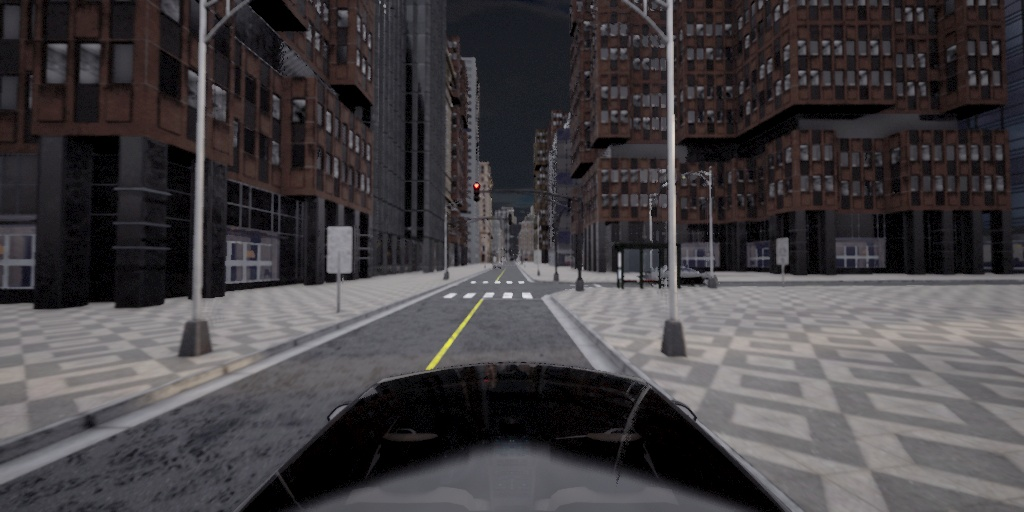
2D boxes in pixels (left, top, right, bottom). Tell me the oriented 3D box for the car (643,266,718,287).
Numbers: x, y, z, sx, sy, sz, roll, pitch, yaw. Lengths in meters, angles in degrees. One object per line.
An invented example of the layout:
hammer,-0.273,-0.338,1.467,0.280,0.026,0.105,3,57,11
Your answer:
car,11.509,1.420,24.676,4.902,1.511,2.128,0,-1,0
